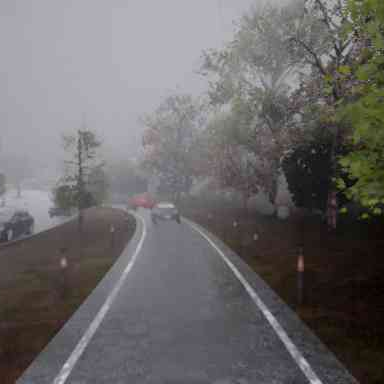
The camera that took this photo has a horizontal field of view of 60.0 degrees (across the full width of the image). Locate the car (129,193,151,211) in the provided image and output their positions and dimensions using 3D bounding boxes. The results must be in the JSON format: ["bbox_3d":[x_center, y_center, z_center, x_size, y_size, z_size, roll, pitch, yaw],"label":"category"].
[{"bbox_3d":[-6.437,1.156,41.085,2.150,2.045,5.566,-1,0,-19],"label":"car"}]

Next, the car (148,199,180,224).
[{"bbox_3d":[-1.962,1.441,23.791,1.812,1.442,4.674,0,0,-9],"label":"car"}]

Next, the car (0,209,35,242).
[{"bbox_3d":[-9.927,1.663,17.641,2.231,1.521,4.892,2,-1,-6],"label":"car"}]

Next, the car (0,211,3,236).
[{"bbox_3d":[-9.308,1.648,12.084,2.231,1.521,4.892,2,-1,-6],"label":"car"}]
